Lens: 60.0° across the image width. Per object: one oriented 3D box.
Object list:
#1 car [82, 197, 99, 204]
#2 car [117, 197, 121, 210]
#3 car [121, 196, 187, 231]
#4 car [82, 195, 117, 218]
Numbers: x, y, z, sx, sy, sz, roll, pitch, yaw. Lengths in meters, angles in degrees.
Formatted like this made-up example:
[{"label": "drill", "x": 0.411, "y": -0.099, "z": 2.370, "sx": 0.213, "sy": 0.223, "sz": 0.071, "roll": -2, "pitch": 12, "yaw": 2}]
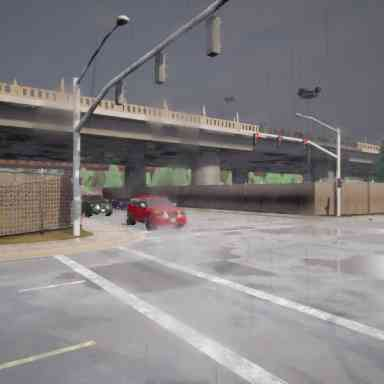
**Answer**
[{"label": "car", "x": -19.681, "y": 1.618, "z": 64.296, "sx": 1.994, "sy": 1.385, "sz": 4.181, "roll": 0, "pitch": 0, "yaw": -36}, {"label": "car", "x": -9.388, "y": 1.407, "z": 43.902, "sx": 2.097, "sy": 1.767, "sz": 4.553, "roll": 0, "pitch": 0, "yaw": -36}, {"label": "car", "x": -2.463, "y": 1.278, "z": 21.409, "sx": 2.150, "sy": 2.045, "sz": 5.566, "roll": 0, "pitch": 0, "yaw": -31}, {"label": "car", "x": -9.465, "y": 1.278, "z": 31.642, "sx": 2.150, "sy": 2.045, "sz": 5.566, "roll": 0, "pitch": 0, "yaw": -36}]
